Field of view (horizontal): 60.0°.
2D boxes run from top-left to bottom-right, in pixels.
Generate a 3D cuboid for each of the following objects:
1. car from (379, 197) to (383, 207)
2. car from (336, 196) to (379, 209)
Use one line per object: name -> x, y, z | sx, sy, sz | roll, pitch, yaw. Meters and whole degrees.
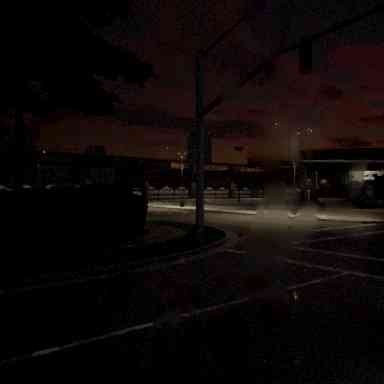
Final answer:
car -> 25.378, 1.456, 47.192 | 1.970, 1.475, 3.806 | 0, 0, -35
car -> 21.112, 1.295, 43.268 | 2.242, 1.667, 4.611 | 0, 0, -35
